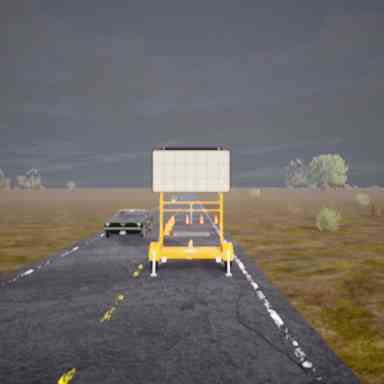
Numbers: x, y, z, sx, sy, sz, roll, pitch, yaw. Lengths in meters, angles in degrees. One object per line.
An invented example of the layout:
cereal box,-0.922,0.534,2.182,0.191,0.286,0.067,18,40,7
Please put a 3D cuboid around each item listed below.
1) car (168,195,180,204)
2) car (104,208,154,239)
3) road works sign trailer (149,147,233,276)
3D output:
car,-3.190,1.310,58.478,2.128,1.511,4.902,0,0,0
car,-3.135,1.547,17.284,1.895,1.301,4.718,0,0,0
road works sign trailer,-0.021,0.432,10.233,2.380,3.560,2.880,0,0,0
